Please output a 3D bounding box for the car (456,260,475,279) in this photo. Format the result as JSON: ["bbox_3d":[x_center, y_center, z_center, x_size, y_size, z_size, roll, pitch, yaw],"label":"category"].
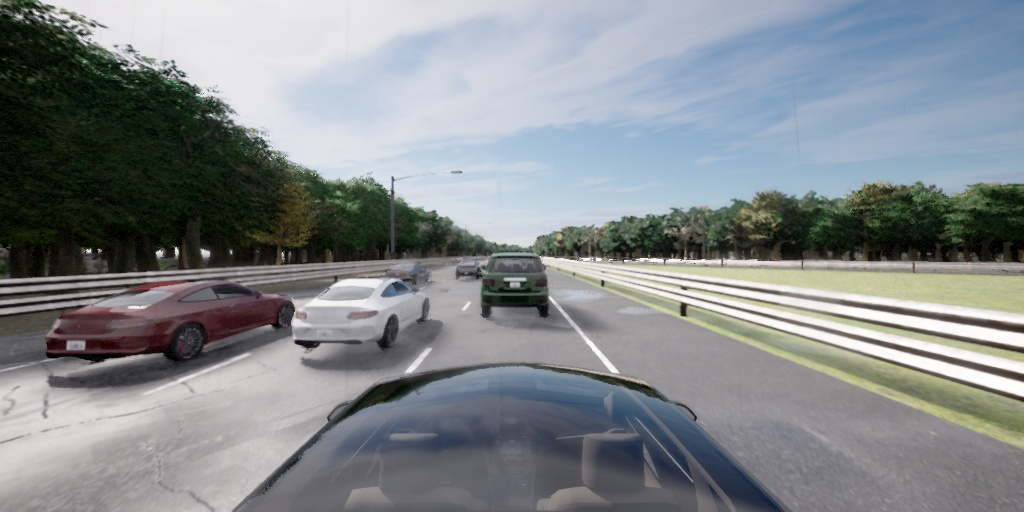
[{"bbox_3d":[-3.406,1.085,29.369,2.128,1.511,4.902,0,0,0],"label":"car"}]

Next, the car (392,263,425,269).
[{"bbox_3d":[-6.915,1.168,24.231,2.033,1.411,5.357,0,0,0],"label":"car"}]

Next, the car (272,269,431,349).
[{"bbox_3d":[-3.419,1.232,8.889,1.812,1.442,4.674,0,1,1],"label":"car"}]

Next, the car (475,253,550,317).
[{"bbox_3d":[0.095,0.904,13.046,2.150,2.045,5.566,0,0,0],"label":"car"}]

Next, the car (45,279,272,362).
[{"bbox_3d":[-6.930,1.237,8.008,1.812,1.442,4.674,0,1,0],"label":"car"}]
